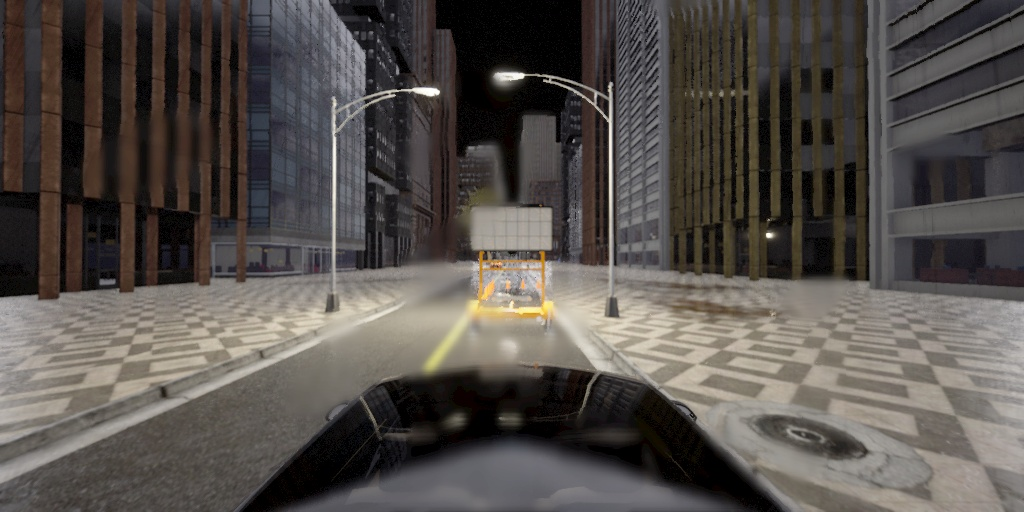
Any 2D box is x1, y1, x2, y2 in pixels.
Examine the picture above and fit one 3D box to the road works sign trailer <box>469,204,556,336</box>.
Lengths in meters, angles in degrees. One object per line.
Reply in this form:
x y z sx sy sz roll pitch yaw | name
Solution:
0.002 0.272 10.615 2.380 3.560 2.880 0 0 0 | road works sign trailer
